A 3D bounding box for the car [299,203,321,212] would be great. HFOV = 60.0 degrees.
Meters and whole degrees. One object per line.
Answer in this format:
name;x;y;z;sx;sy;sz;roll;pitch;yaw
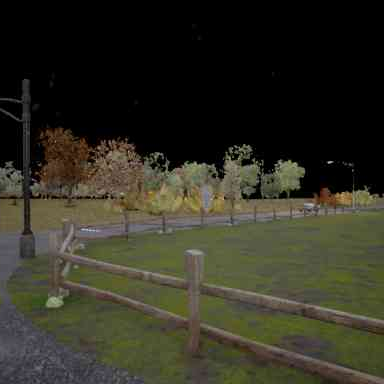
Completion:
car;18.819;2.448;53.000;2.033;1.411;5.357;-1;-2;40
